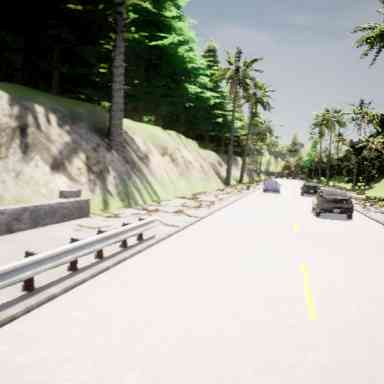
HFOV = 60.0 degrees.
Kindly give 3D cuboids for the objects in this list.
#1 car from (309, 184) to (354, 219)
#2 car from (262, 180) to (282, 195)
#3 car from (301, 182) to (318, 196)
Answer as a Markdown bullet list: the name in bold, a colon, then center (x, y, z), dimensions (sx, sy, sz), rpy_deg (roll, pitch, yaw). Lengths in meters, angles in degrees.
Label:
- **car**: center (8.102, 0.582, 19.332), dimensions (1.837, 1.490, 4.892), rpy_deg (4, 4, 16)
- **car**: center (9.004, -0.554, 37.267), dimensions (1.812, 1.442, 4.674), rpy_deg (4, 4, 16)
- **car**: center (13.067, -0.361, 36.669), dimensions (1.882, 1.535, 5.008), rpy_deg (4, 4, 16)
